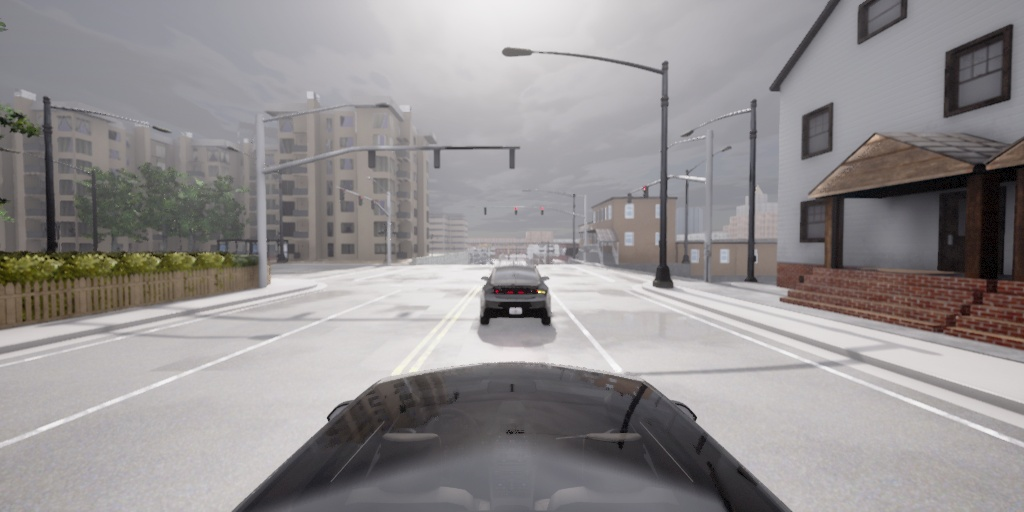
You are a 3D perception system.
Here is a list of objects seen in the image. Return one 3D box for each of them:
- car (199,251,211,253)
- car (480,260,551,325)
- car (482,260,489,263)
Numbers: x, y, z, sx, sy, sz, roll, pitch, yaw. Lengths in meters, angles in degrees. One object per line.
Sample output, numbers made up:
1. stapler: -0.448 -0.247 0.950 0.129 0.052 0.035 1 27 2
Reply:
1. car: -22.631 0.446 27.573 4.553 1.767 2.097 0 1 1
2. car: 0.100 1.020 10.838 1.837 1.490 4.892 0 1 0
3. car: -3.548 1.302 54.274 2.128 1.511 4.902 0 -9 0
